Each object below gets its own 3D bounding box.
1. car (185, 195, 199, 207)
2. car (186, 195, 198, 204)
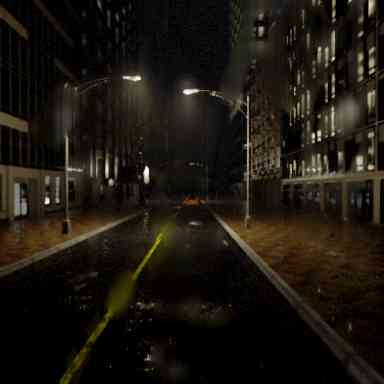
[{"bbox_3d":[-0.002,1.311,46.916,1.882,1.535,5.008,0,0,0],"label":"car"},{"bbox_3d":[-0.002,1.309,57.331,1.837,1.490,4.892,0,0,0],"label":"car"}]
